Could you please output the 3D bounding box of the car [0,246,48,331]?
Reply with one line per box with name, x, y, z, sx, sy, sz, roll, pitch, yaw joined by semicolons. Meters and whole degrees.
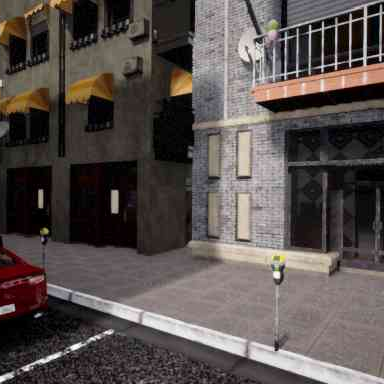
car;-4.460;1.544;6.051;4.507;1.381;1.887;0;1;36
